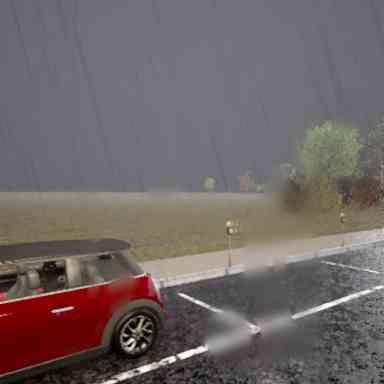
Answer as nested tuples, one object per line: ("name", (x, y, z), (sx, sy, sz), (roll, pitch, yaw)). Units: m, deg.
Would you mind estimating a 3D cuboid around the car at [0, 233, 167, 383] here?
("car", (-2.455, 1.439, 4.336), (4.097, 1.590, 1.967), (0, 1, -36))
